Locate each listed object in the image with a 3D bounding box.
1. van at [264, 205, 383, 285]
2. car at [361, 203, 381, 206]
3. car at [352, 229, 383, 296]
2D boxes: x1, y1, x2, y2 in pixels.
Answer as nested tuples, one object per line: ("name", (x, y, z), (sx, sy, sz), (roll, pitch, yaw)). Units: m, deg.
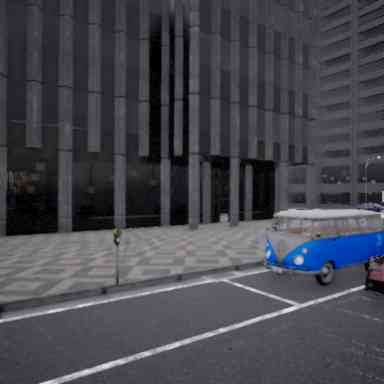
("van", (3.806, 1.395, 9.361), (3.998, 1.788, 1.690), (0, 0, -35))
("car", (25.607, 2.291, 46.891), (1.812, 1.442, 4.674), (0, 0, -35))
("car", (5.731, 1.621, 7.463), (4.181, 1.385, 1.994), (0, 0, -35))
